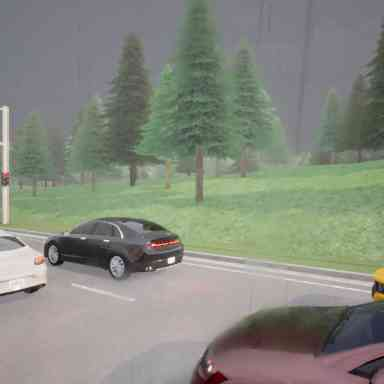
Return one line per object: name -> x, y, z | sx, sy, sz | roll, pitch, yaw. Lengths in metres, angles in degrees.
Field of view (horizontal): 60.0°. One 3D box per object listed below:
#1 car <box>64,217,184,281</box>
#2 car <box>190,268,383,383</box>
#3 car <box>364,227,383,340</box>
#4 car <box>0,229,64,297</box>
car -> -2.492, 1.505, 9.958 | 4.892, 1.490, 1.837 | 0, 0, 36
car -> 2.027, 1.564, 2.546 | 4.181, 1.385, 1.994 | 0, 0, 35
car -> 5.279, 1.478, 4.523 | 5.008, 1.535, 1.882 | 0, 0, 36
car -> -5.125, 1.526, 7.548 | 4.674, 1.442, 1.812 | 0, 0, 36
